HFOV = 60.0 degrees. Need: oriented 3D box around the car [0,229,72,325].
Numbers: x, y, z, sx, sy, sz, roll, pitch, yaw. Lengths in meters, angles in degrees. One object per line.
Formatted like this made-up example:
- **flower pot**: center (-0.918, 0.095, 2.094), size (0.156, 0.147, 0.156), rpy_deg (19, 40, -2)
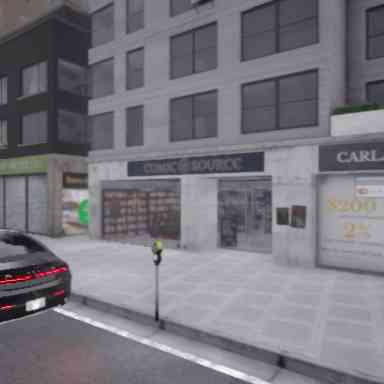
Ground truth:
- **car**: center (-4.380, 1.482, 6.557), size (4.892, 1.490, 1.837), rpy_deg (0, 0, 35)
